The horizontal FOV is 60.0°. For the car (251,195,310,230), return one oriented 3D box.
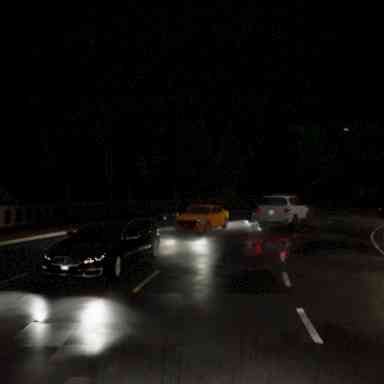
[{"bbox_3d":[5.998,1.234,21.486,2.150,2.045,5.566,0,0,32],"label":"car"}]

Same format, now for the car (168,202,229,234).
[{"bbox_3d":[0.686,1.489,19.615,1.882,1.535,5.008,0,0,23],"label":"car"}]

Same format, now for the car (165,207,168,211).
[{"bbox_3d":[-0.563,1.515,24.636,2.128,1.511,4.902,0,0,31],"label":"car"}]

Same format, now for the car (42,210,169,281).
[{"bbox_3d":[-2.405,1.511,10.089,1.837,1.490,4.892,0,0,13],"label":"car"}]

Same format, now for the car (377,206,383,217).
[{"bbox_3d":[18.800,1.565,29.802,5.357,1.411,2.033,0,0,-32],"label":"car"}]

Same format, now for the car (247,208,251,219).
[{"bbox_3d":[6.406,1.507,28.243,2.128,1.511,4.902,0,0,38],"label":"car"}]
